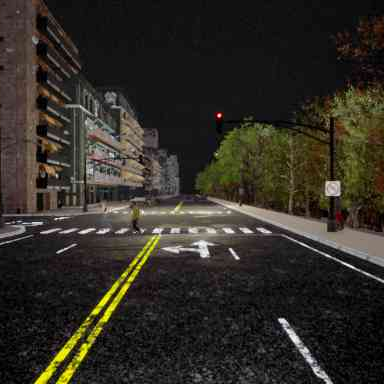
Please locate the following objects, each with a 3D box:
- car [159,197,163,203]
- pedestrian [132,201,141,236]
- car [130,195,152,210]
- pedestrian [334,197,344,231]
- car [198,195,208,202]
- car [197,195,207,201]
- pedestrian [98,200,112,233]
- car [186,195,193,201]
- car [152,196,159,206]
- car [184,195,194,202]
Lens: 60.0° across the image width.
[{"bbox_3d":[-7.091,1.625,68.834,1.895,1.301,4.718,0,0,0],"label":"car"},{"bbox_3d":[-2.866,1.295,16.994,0.375,1.860,0.375,0,0,0],"label":"pedestrian"},{"bbox_3d":[-6.975,1.500,44.075,2.128,1.511,4.902,0,0,0],"label":"car"},{"bbox_3d":[7.818,1.143,17.783,0.375,1.860,0.375,0,0,0],"label":"pedestrian"},{"bbox_3d":[2.614,1.546,74.538,2.128,1.511,4.902,0,0,0],"label":"car"},{"bbox_3d":[2.525,1.492,84.958,2.128,1.511,4.902,0,0,0],"label":"car"},{"bbox_3d":[-4.772,1.304,18.276,0.375,1.860,0.375,0,0,0],"label":"pedestrian"},{"bbox_3d":[-0.724,1.491,84.931,1.812,1.442,4.674,0,0,0],"label":"car"},{"bbox_3d":[-7.049,1.366,53.881,2.097,1.767,4.553,0,0,-1],"label":"car"},{"bbox_3d":[-0.636,1.545,74.507,2.128,1.511,4.902,0,0,0],"label":"car"}]
